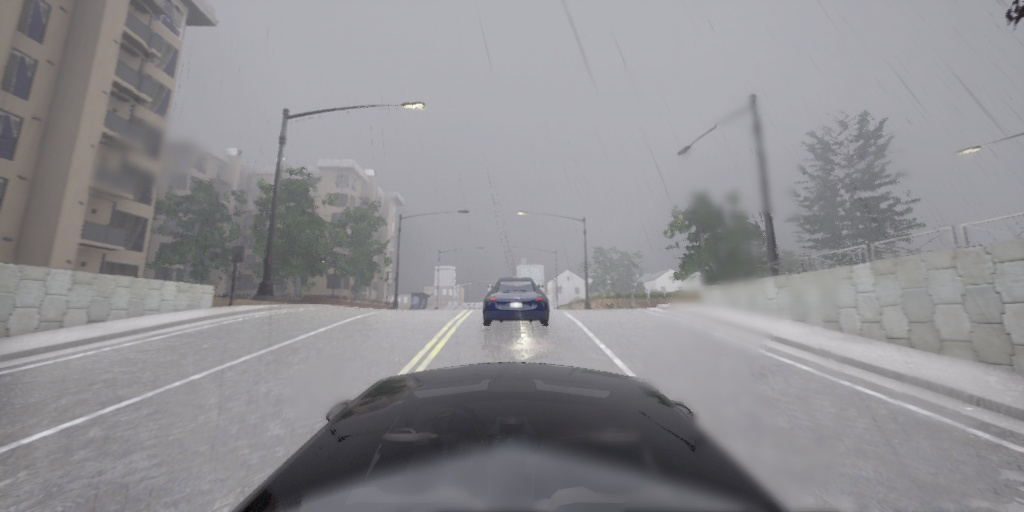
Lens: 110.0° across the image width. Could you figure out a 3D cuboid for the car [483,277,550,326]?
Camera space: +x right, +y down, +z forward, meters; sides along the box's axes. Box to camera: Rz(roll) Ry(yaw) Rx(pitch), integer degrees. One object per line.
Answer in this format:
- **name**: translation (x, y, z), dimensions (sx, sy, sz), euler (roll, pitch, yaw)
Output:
- **car**: translation (0.121, 1.400, 11.941), dimensions (1.994, 1.385, 4.181), euler (0, -2, 0)
